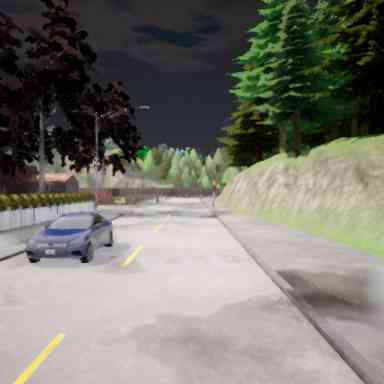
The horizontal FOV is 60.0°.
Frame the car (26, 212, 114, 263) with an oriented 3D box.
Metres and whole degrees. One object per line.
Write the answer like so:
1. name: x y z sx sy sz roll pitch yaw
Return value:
1. car: -4.076 1.474 11.924 1.812 1.442 4.674 0 0 0
